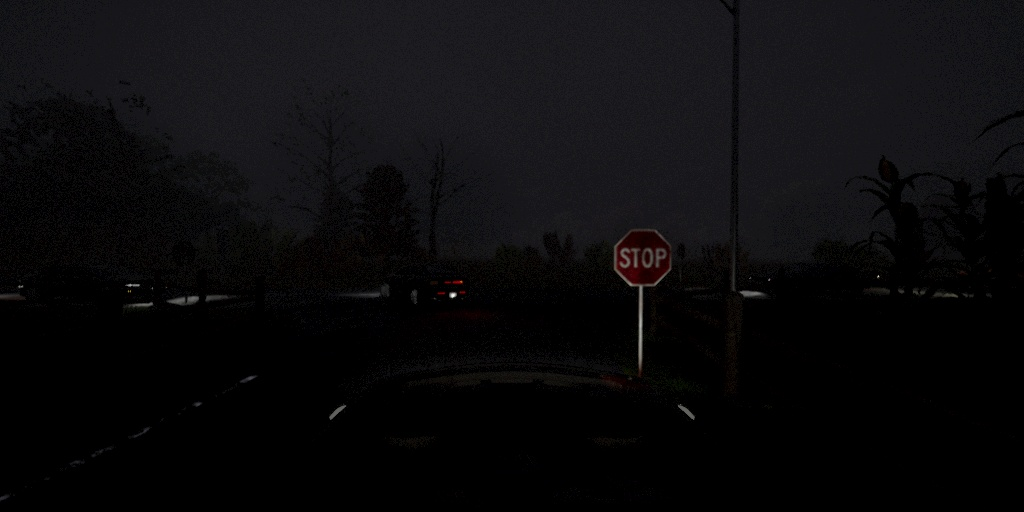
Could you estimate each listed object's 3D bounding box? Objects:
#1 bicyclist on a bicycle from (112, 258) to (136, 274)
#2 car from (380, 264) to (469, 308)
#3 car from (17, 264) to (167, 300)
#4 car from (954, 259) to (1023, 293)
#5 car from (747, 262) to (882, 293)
[{"bbox_3d":[-22.465,0.920,20.817,0.582,1.620,1.656,0,1,1],"label":"bicyclist on a bicycle"},{"bbox_3d":[-3.557,1.046,14.132,1.837,1.490,4.892,2,0,-39],"label":"car"},{"bbox_3d":[-17.161,1.062,14.784,4.892,1.490,1.837,0,1,1],"label":"car"},{"bbox_3d":[24.476,0.904,17.253,5.008,1.535,1.882,0,1,1],"label":"car"},{"bbox_3d":[14.535,0.998,17.370,5.357,1.411,2.033,0,1,1],"label":"car"}]
